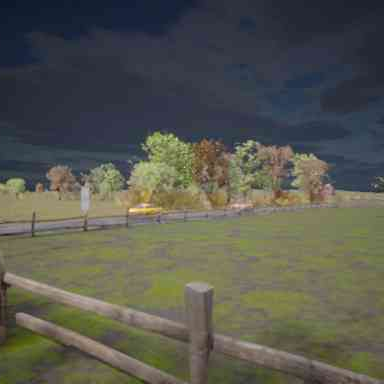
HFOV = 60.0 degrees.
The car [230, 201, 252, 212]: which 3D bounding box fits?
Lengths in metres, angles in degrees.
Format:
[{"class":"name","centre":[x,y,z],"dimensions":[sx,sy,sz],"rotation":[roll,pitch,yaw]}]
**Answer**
[{"class":"car","centre":[7.881,2.202,52.934],"dimensions":[2.097,1.767,4.553],"rotation":[1,0,36]}]

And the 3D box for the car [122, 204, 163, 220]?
[{"class":"car","centre":[-5.113,2.009,34.920],"dimensions":[1.882,1.535,5.008],"rotation":[1,0,36]}]
